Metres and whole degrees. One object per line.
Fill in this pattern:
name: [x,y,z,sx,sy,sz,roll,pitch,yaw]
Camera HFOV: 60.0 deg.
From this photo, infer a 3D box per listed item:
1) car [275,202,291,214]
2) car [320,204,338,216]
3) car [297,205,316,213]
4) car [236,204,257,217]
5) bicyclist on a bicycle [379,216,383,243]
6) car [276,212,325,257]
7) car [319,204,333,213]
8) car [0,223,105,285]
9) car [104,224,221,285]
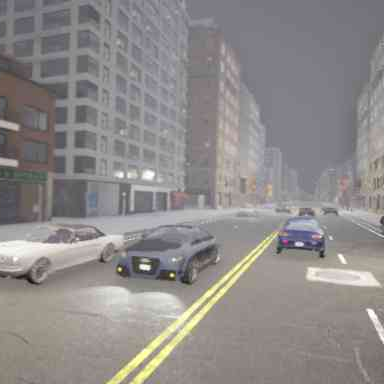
car: [13.813,2.379,50.442,2.097,1.767,4.553,1,-1,20]
car: [20.374,2.670,48.993,1.837,1.490,4.892,1,-1,20]
car: [14.319,2.421,41.587,1.837,1.490,4.892,1,-1,19]
car: [6.667,2.237,40.037,1.812,1.442,4.674,1,-1,19]
bicyclist on a bicycle: [9.980,1.848,17.152,0.659,1.776,1.843,1,-1,19]
car: [4.804,1.843,14.646,1.812,1.442,4.674,1,-1,19]
car: [24.418,2.922,60.720,2.128,1.511,4.902,1,-1,19]
car: [-3.997,1.640,9.843,1.895,1.301,4.718,1,-1,19]
car: [-0.490,1.690,10.014,1.994,1.385,4.181,1,-1,19]
